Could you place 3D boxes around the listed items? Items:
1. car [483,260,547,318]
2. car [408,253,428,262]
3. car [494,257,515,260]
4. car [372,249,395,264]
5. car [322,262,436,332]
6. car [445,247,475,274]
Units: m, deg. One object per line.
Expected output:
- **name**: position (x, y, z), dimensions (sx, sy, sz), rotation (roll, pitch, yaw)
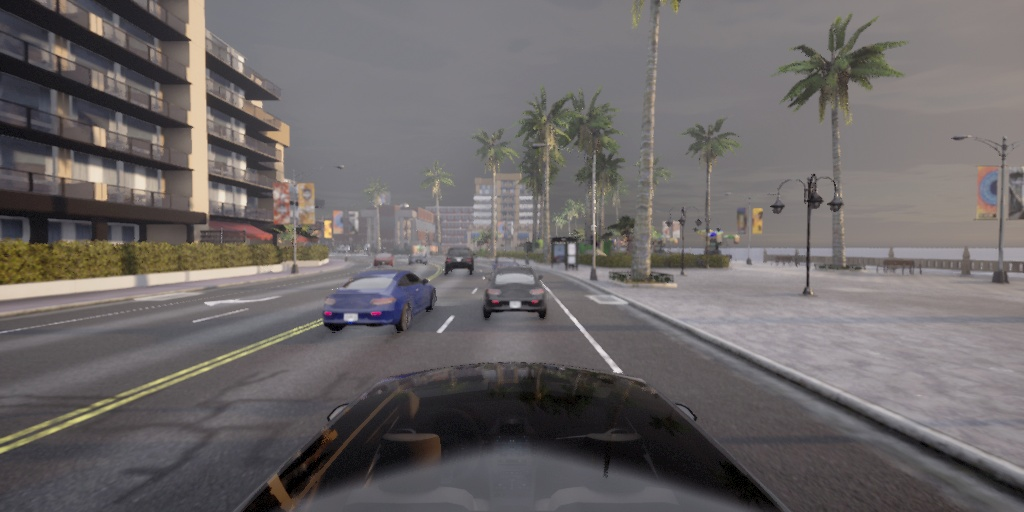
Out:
- **car**: position (0.073, 1.041, 11.617), dimensions (1.812, 1.442, 4.674), rotation (0, 1, 0)
- **car**: position (-10.865, 0.378, 41.276), dimensions (1.994, 1.385, 4.181), rotation (0, 1, -19)
- **car**: position (-0.630, 0.726, 28.112), dimensions (1.895, 1.301, 4.718), rotation (0, 1, -6)
- **car**: position (-13.444, 0.372, 37.875), dimensions (1.882, 1.535, 5.008), rotation (0, 1, -17)
- **car**: position (-3.432, 1.080, 9.974), dimensions (1.812, 1.442, 4.674), rotation (0, 2, 0)
- **car**: position (-4.192, 0.329, 28.805), dimensions (2.150, 2.045, 5.566), rotation (0, 1, -7)
